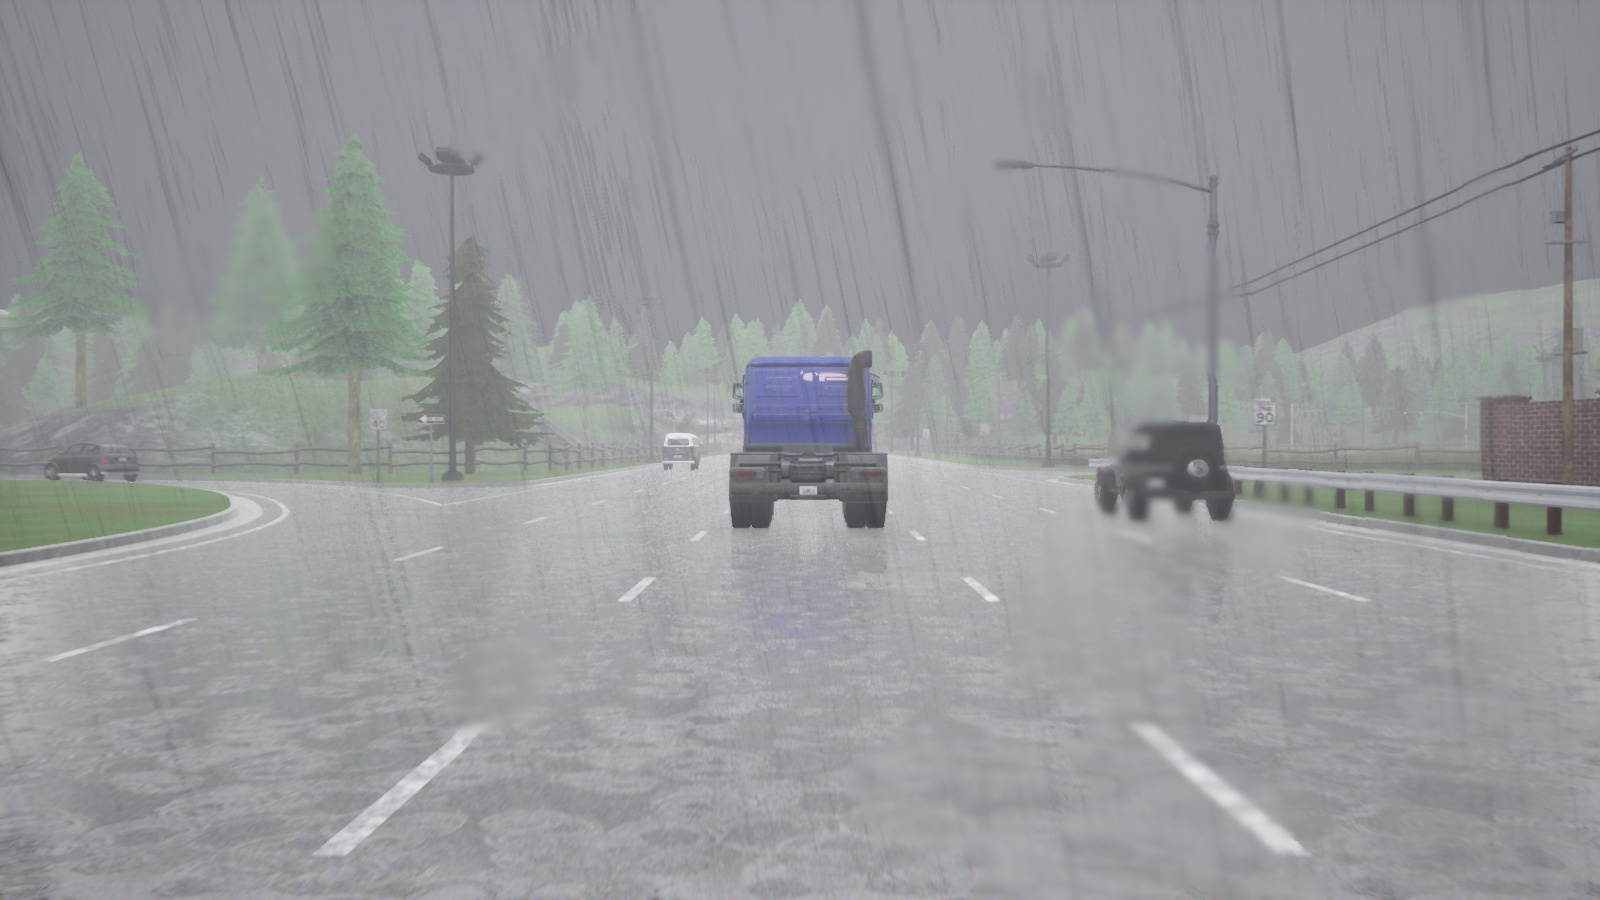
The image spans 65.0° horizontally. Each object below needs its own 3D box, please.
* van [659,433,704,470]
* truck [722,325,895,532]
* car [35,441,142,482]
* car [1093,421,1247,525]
[{"bbox_3d":[-6.589,0.070,70.079,2.069,2.038,4.480,0,0,0],"label":"van"},{"bbox_3d":[0.157,-0.376,24.987,2.891,3.462,7.936,0,0,0],"label":"truck"},{"bbox_3d":[-27.715,0.427,48.910,3.705,1.549,1.789,0,0,24],"label":"car"},{"bbox_3d":[7.155,0.409,24.677,1.905,1.878,3.866,0,0,0],"label":"car"}]
